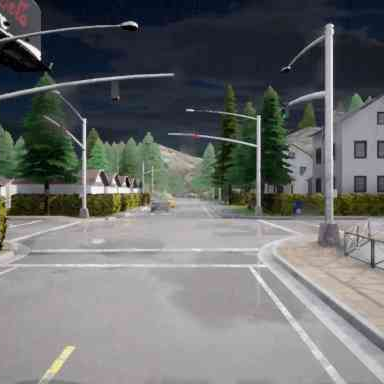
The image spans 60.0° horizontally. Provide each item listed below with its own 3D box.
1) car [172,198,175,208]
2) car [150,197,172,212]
[{"bbox_3d":[-3.601,1.478,48.640,1.882,1.535,5.008,0,0,0],"label":"car"},{"bbox_3d":[-3.595,1.526,38.168,1.812,1.442,4.674,0,0,0],"label":"car"}]
